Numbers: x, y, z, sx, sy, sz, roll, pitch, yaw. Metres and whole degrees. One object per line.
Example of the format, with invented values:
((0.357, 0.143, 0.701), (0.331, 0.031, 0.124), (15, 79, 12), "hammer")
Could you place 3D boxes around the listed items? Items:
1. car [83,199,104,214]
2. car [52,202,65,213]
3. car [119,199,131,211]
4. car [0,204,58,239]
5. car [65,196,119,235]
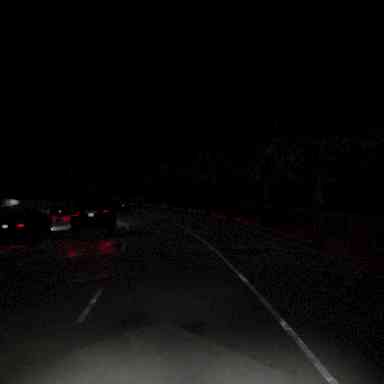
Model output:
((-11.128, 1.569, 37.477), (1.812, 1.442, 4.674), (0, 0, -22), "car")
((-13.997, 1.664, 35.337), (1.895, 1.301, 4.718), (0, 0, -21), "car")
((-8.896, 1.591, 41.038), (1.994, 1.385, 4.181), (0, 0, -23), "car")
((-8.697, 1.580, 17.174), (2.033, 1.411, 5.357), (0, 0, -11), "car")
((-5.576, 1.239, 19.252), (2.150, 2.045, 5.566), (0, 0, -11), "car")
